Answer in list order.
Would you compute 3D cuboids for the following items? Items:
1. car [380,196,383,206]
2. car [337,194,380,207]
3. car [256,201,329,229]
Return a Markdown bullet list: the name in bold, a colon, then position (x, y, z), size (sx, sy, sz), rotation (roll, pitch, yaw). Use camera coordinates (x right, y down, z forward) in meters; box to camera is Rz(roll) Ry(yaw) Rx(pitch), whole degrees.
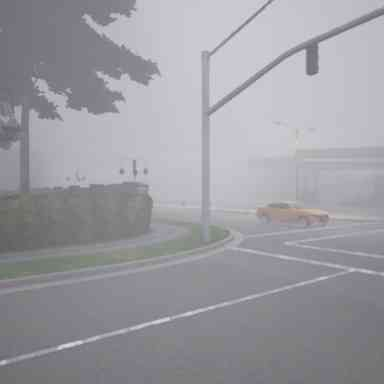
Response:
- **car**: position (25.623, 1.268, 47.396), size (1.970, 1.475, 3.806), rotation (0, 0, -35)
- **car**: position (21.359, 1.130, 43.471), size (2.242, 1.667, 4.611), rotation (0, 0, -35)
- **car**: position (6.441, 1.341, 21.719), size (1.882, 1.535, 5.008), rotation (0, 0, -35)
